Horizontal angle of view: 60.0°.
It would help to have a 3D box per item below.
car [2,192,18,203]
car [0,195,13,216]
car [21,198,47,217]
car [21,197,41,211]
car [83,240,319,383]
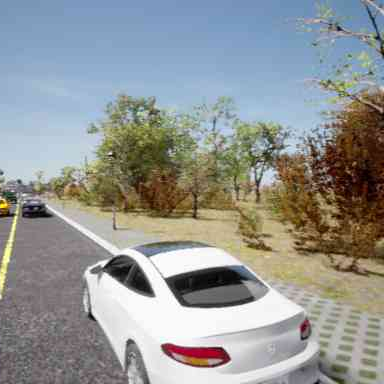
[{"bbox_3d":[-31.866,0.940,58.219,2.150,2.045,5.566,-2,1,-27],"label":"car"},{"bbox_3d":[-17.444,1.356,29.841,1.882,1.535,5.008,-2,1,-27],"label":"car"},{"bbox_3d":[-13.661,1.364,28.846,2.033,1.411,5.357,-2,1,-27],"label":"car"},{"bbox_3d":[-19.004,1.361,39.247,1.895,1.301,4.718,-2,1,-26],"label":"car"},{"bbox_3d":[-0.360,1.446,4.828,1.812,1.442,4.674,-2,1,-27],"label":"car"}]
